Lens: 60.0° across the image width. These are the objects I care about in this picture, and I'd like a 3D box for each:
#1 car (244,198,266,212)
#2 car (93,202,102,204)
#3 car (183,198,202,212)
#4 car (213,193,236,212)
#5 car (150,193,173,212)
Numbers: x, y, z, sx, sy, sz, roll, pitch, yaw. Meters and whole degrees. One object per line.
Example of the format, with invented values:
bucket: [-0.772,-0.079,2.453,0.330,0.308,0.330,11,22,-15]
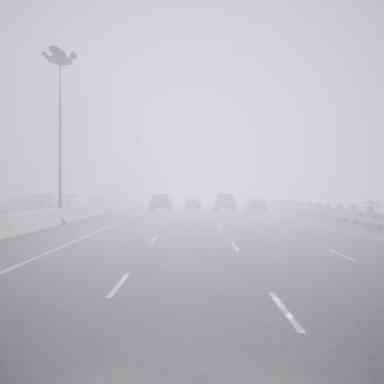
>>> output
car: [7.077,1.429,37.555,1.837,1.490,4.892,0,0,0]
car: [-14.081,1.496,49.323,2.128,1.511,4.902,0,-1,0]
car: [0.078,1.433,38.302,1.837,1.490,4.892,0,0,0]
car: [3.578,1.146,37.035,2.150,2.045,5.566,0,0,0]
car: [-3.426,1.149,37.343,2.150,2.045,5.566,0,0,0]
